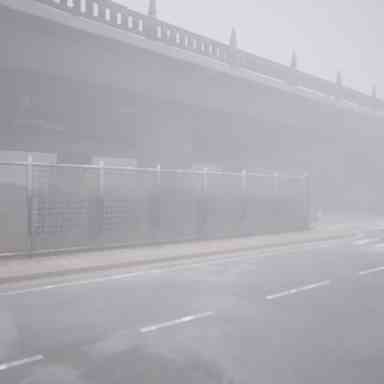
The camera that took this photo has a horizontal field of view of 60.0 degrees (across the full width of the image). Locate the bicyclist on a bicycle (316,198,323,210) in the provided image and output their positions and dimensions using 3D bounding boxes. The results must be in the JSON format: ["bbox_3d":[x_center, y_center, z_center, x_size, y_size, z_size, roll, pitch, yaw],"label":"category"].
[{"bbox_3d":[16.248,1.564,42.439,1.656,1.620,0.582,0,0,-36],"label":"bicyclist on a bicycle"}]

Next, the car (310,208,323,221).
[{"bbox_3d":[8.675,1.654,28.236,2.128,1.511,4.902,0,0,-36],"label":"car"}]
